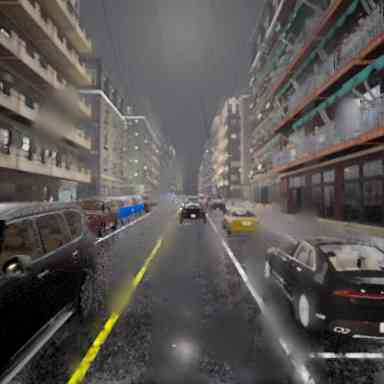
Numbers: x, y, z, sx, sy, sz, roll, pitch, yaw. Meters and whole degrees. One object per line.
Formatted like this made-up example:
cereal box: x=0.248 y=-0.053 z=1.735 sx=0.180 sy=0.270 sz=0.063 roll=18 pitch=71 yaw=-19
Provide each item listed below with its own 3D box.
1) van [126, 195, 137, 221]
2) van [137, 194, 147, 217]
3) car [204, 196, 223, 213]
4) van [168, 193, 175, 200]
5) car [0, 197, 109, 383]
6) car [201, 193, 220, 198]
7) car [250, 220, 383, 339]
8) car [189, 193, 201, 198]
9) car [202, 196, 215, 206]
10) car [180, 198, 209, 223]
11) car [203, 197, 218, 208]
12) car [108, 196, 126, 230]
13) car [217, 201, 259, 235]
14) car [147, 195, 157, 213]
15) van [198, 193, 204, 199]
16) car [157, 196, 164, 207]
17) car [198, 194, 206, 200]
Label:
van: x=-5.290 y=1.239 z=23.499 sx=1.690 sy=1.788 sz=3.998 roll=2 pitch=0 yaw=0
van: x=-5.291 y=1.218 z=29.165 sx=1.690 sy=1.788 sz=3.998 roll=2 pitch=0 yaw=0
car: x=2.581 y=1.406 z=34.827 sx=2.008 sy=1.369 sz=4.403 roll=2 pitch=0 yaw=0
van: x=-5.303 y=1.079 z=84.397 sx=1.690 sy=1.788 sz=3.998 roll=2 pitch=0 yaw=0
car: x=-2.853 y=1.200 z=4.169 sx=2.150 sy=2.045 sz=5.566 roll=0 pitch=0 yaw=0
car: x=2.586 y=1.151 z=40.490 sx=2.192 sy=1.841 sz=5.009 roll=2 pitch=0 yaw=0
car: x=2.586 y=1.518 z=6.503 sx=2.008 sy=1.369 sz=4.403 roll=2 pitch=0 yaw=0
car: x=0.093 y=1.287 z=41.834 sx=1.801 sy=1.575 sz=5.366 roll=0 pitch=0 yaw=0
car: x=2.578 y=1.325 z=51.991 sx=1.752 sy=1.417 sz=4.829 roll=2 pitch=0 yaw=0
car: x=0.091 y=1.420 z=24.455 sx=1.812 sy=1.442 sz=4.674 roll=0 pitch=0 yaw=0
car: x=2.577 y=1.399 z=46.156 sx=1.802 sy=1.307 sz=4.206 roll=2 pitch=0 yaw=0
car: x=-5.288 y=1.234 z=17.835 sx=2.192 sy=1.841 sz=5.009 roll=2 pitch=0 yaw=0
car: x=2.584 y=1.443 z=18.002 sx=1.752 sy=1.417 sz=4.829 roll=2 pitch=0 yaw=0
car: x=-5.291 y=1.171 z=34.830 sx=2.192 sy=1.841 sz=5.009 roll=2 pitch=0 yaw=0
van: x=2.573 y=1.067 z=95.376 sx=1.690 sy=1.788 sz=3.998 roll=1 pitch=0 yaw=0
car: x=-5.302 y=1.383 z=46.160 sx=1.947 sy=1.339 sz=4.313 roll=2 pitch=0 yaw=0
car: x=2.570 y=1.282 z=84.304 sx=1.887 sy=1.381 sz=4.507 roll=1 pitch=0 yaw=0
